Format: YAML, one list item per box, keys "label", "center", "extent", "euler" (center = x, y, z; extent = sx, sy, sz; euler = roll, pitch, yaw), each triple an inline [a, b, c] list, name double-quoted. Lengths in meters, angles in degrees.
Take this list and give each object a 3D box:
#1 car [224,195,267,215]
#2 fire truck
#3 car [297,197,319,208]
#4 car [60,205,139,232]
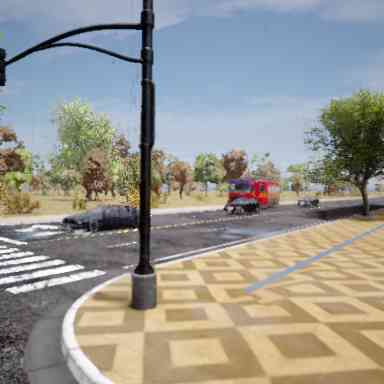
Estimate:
- label: "car"
  center: [4.970, 1.393, 32.401]
  extent: [2.128, 1.511, 4.902]
  euler: [1, 1, 38]
- label: "fire truck"
  center: [7.812, 0.172, 41.091]
  extent: [2.891, 3.827, 8.468]
  euler: [1, 1, 38]
- label: "car"
  center: [16.388, 1.412, 46.750]
  extent: [2.128, 1.511, 4.902]
  euler: [1, 1, 38]
- label: "car"
  center: [-4.951, 1.466, 19.805]
  extent: [2.033, 1.411, 5.357]
  euler: [1, 1, 38]
